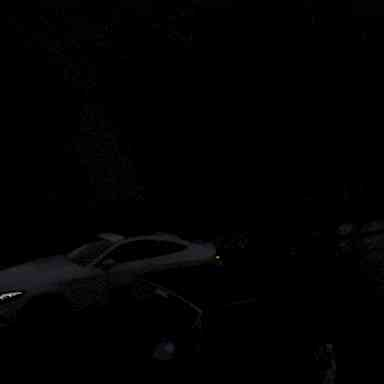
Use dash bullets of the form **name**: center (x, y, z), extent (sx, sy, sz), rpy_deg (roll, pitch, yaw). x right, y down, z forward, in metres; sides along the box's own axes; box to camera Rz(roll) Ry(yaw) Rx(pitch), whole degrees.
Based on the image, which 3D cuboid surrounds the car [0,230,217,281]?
- **car**: center (-1.459, 1.527, 6.637), extent (4.674, 1.442, 1.812), rpy_deg (0, 0, -36)

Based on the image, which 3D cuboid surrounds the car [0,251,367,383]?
- **car**: center (-0.206, 1.602, 3.539), extent (4.718, 1.301, 1.895), rpy_deg (0, 0, -36)
